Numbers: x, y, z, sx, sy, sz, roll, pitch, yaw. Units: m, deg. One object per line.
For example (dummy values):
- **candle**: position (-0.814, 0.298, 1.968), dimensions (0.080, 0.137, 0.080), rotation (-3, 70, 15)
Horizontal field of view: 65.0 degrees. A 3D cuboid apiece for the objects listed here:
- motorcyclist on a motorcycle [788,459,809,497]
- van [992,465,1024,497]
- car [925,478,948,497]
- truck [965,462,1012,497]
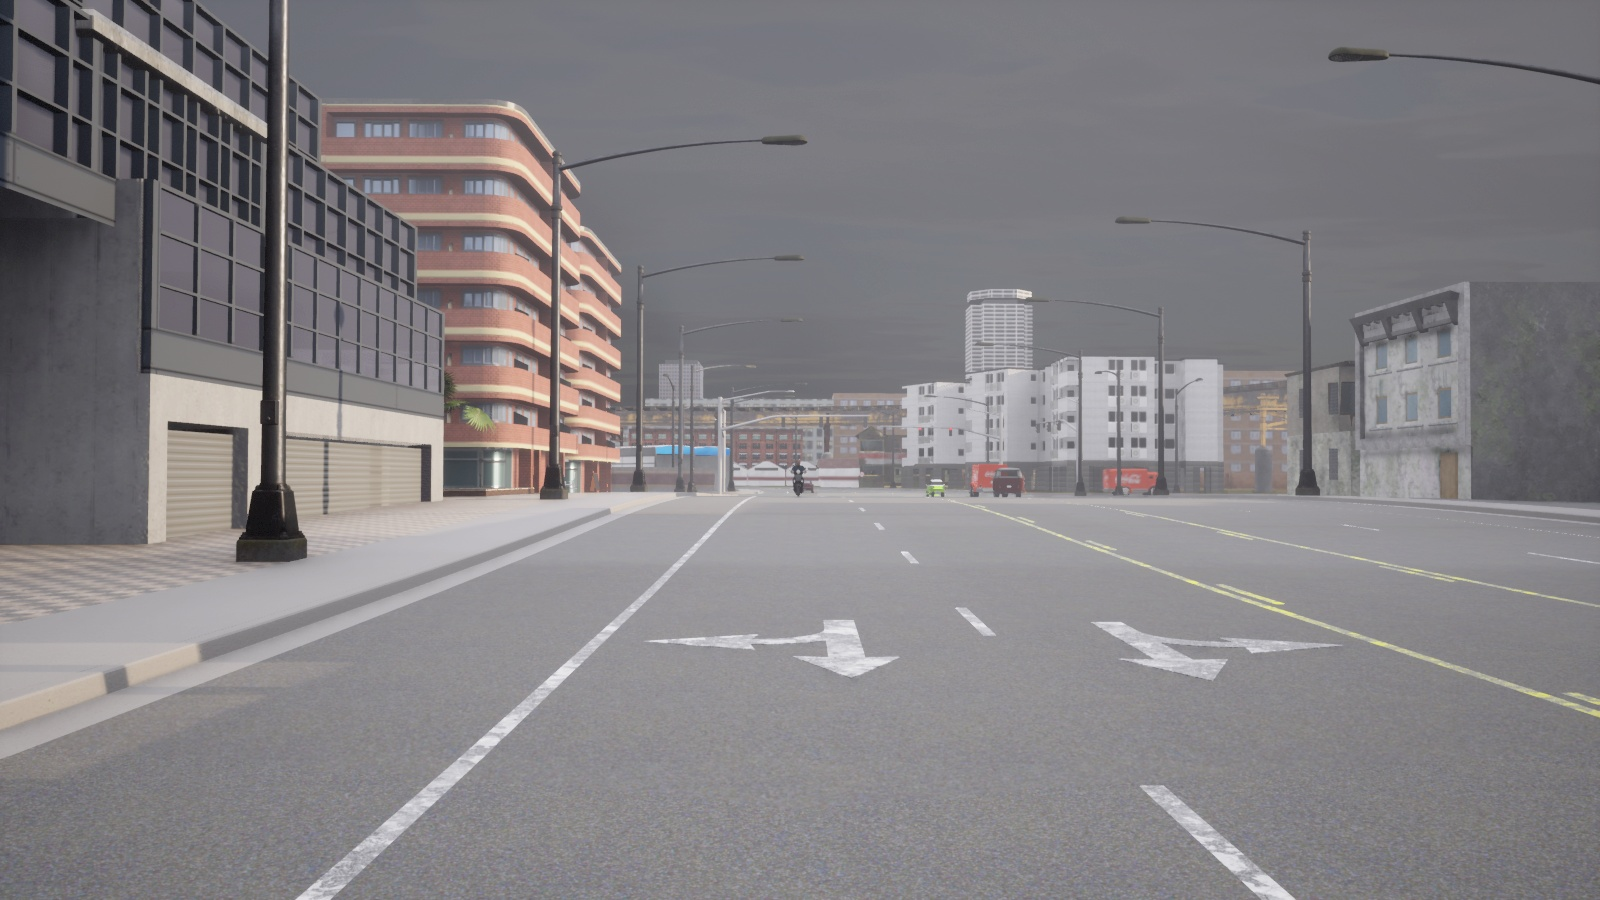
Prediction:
- **motorcyclist on a motorcycle**: position (-0.064, 1.229, 54.724), dimensions (0.866, 1.590, 1.817), rotation (0, -2, 0)
- **van**: position (13.755, 2.089, 83.331), dimensions (1.775, 1.987, 4.442), rotation (0, -3, 6)
- **car**: position (10.393, 2.841, 95.568), dimensions (1.481, 1.376, 2.207), rotation (0, -2, 0)
- **truck**: position (13.898, 2.197, 92.835), dimensions (2.627, 2.467, 5.204), rotation (0, -2, 0)
